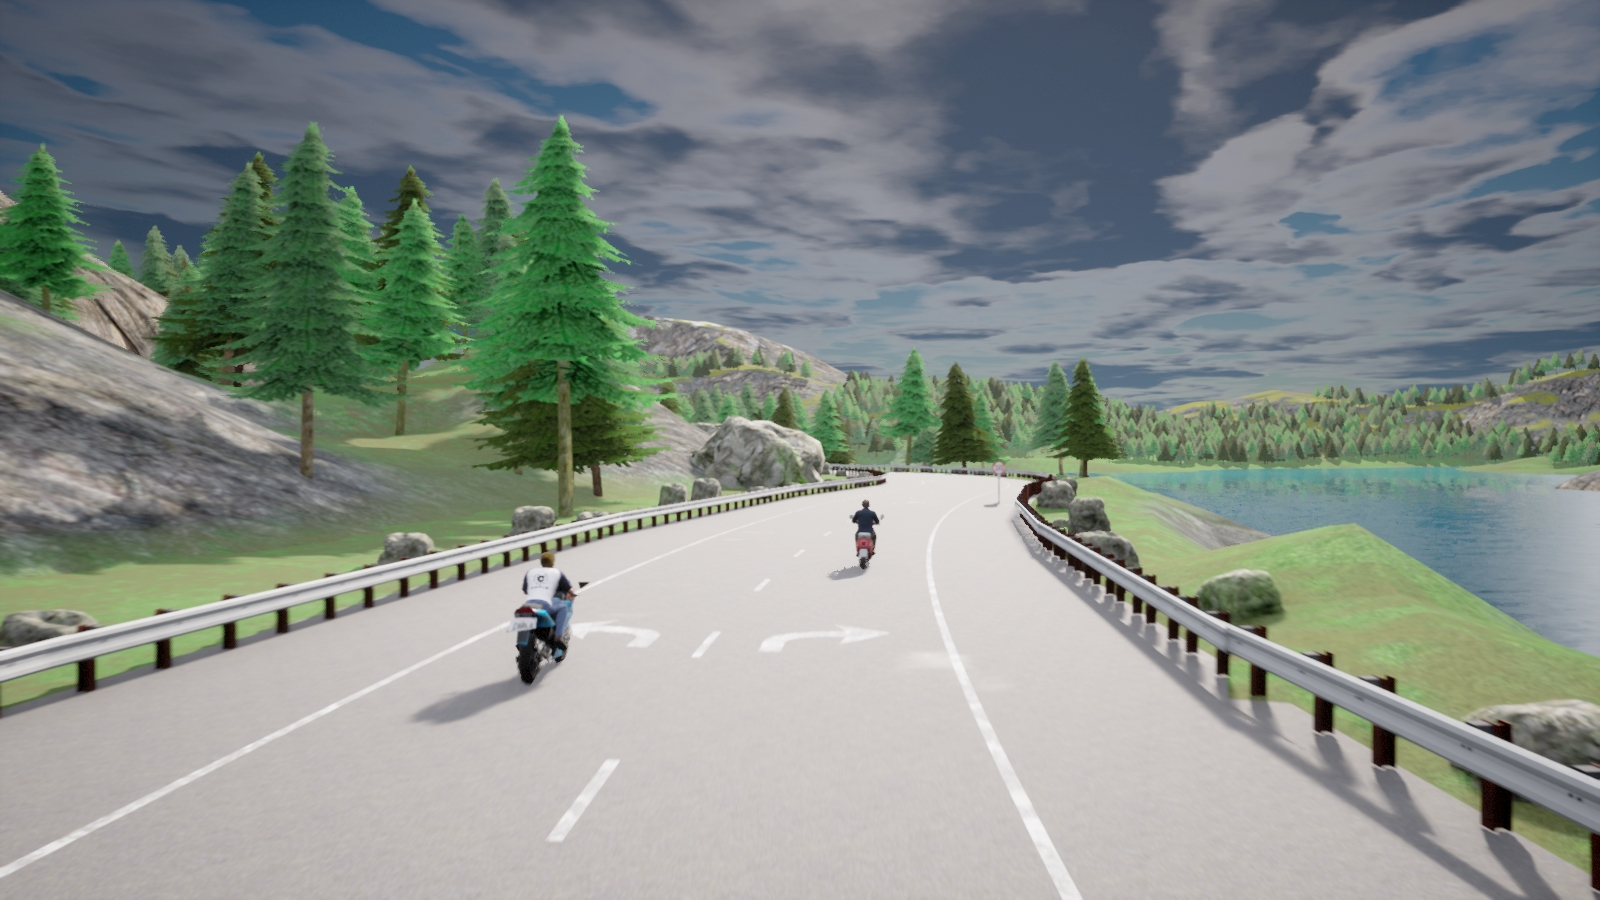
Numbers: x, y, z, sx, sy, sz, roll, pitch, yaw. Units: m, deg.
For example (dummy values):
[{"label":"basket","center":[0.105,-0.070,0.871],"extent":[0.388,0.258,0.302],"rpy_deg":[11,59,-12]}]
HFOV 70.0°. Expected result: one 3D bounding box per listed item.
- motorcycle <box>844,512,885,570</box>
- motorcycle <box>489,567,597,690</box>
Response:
[{"label":"motorcycle","center":[1.576,2.183,27.607],"extent":[0.856,1.236,1.805],"rpy_deg":[1,0,7]},{"label":"motorcycle","center":[-3.169,2.176,14.302],"extent":[0.803,1.217,2.033],"rpy_deg":[0,0,3]}]
